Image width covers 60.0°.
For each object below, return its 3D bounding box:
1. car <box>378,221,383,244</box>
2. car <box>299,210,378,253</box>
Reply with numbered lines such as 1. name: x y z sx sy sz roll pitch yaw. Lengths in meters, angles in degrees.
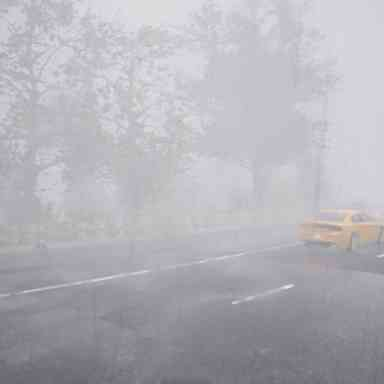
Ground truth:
1. car: 7.704 1.519 10.371 4.674 1.442 1.812 0 0 -42
2. car: 6.414 1.483 13.951 5.008 1.535 1.882 0 0 -43
